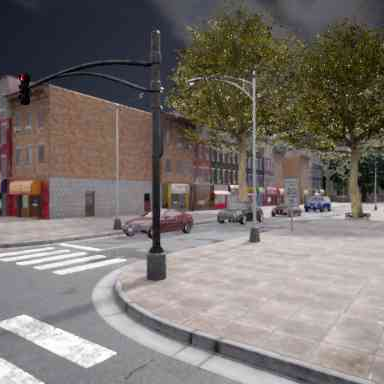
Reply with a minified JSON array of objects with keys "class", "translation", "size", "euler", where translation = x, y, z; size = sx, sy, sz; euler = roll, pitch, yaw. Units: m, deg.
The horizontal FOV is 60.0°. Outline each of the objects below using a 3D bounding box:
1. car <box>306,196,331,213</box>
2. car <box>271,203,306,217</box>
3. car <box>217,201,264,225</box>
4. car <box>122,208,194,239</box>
[{"class":"car","translation":[16.435,1.578,43.260],"size":[2.150,2.045,5.566],"euler":[0,-1,36]},{"class":"car","translation":[9.706,1.815,34.040],"size":[1.994,1.385,4.181],"euler":[0,-1,37]},{"class":"car","translation":[3.829,1.523,25.960],"size":[2.097,1.767,4.553],"euler":[0,-1,36]},{"class":"car","translation":[-1.701,1.629,18.324],"size":[1.812,1.442,4.674],"euler":[0,-1,35]}]
